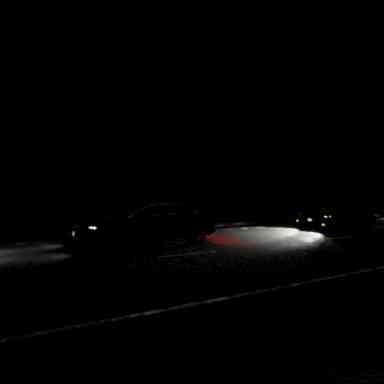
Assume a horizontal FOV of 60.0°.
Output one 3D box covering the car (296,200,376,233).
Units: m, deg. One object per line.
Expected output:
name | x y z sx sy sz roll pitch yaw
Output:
car | 7.145 1.105 16.414 4.181 1.385 1.994 0 3 -32

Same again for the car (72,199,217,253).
car | -1.446 1.009 11.278 4.902 1.511 2.128 0 3 -30
